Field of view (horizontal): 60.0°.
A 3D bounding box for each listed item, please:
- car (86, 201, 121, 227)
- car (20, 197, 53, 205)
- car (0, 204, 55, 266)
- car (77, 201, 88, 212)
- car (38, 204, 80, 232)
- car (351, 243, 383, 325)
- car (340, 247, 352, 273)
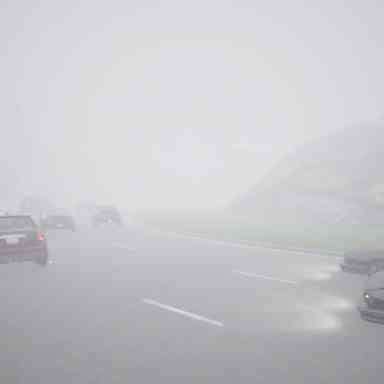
[{"bbox_3d":[-6.527,1.710,24.838,1.837,1.490,4.892,0,0,-23],"label":"car"},{"bbox_3d":[-16.088,1.491,34.709,2.150,2.045,5.566,0,0,-7],"label":"car"},{"bbox_3d":[-6.505,1.438,11.205,2.097,1.767,4.553,1,-1,-39],"label":"car"},{"bbox_3d":[-12.775,1.840,41.278,1.837,1.490,4.892,0,-1,1],"label":"car"},{"bbox_3d":[-8.436,1.690,20.639,1.812,1.442,4.674,0,0,-27],"label":"car"},{"bbox_3d":[5.345,1.603,4.601,5.357,1.411,2.033,0,-1,34],"label":"car"},{"bbox_3d":[6.530,1.635,7.913,5.357,1.411,2.033,0,-1,36],"label":"car"}]
